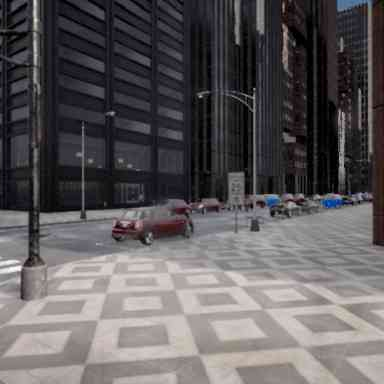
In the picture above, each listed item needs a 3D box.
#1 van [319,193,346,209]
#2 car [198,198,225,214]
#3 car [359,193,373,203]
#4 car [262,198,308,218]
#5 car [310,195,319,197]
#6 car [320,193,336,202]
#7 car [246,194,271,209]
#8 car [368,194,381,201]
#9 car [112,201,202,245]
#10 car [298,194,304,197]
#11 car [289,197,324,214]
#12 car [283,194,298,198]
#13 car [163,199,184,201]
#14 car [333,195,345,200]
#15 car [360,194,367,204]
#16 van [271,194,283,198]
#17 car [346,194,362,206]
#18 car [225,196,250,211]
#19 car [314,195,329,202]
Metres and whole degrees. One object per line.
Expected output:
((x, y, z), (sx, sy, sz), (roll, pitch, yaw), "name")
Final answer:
((18.018, 1.212, 42.636), (1.690, 1.788, 3.998), (0, 0, 36), "van")
((1.264, 1.374, 33.935), (1.967, 1.590, 4.097), (0, 0, 36), "car")
((34.389, 1.365, 65.409), (1.887, 1.381, 4.507), (0, 0, 36), "car")
((8.197, 1.458, 28.973), (2.008, 1.369, 4.403), (0, 0, 36), "car")
((24.183, 1.296, 65.818), (1.967, 1.590, 4.097), (0, 0, 36), "car")
((30.732, 1.152, 74.927), (2.192, 1.841, 5.009), (0, 0, 36), "car")
((7.812, 1.224, 43.044), (2.192, 1.841, 5.009), (0, 0, 36), "car")
((40.936, 1.242, 74.518), (1.967, 1.590, 4.097), (0, 0, 36), "car")
((-1.625, 1.388, 15.310), (1.967, 1.590, 4.097), (0, 0, 36), "car")
((17.634, 1.190, 56.708), (2.192, 1.841, 5.009), (0, 0, 36), "car")
((11.471, 1.460, 33.528), (1.947, 1.339, 4.313), (0, 0, 36), "car")
((14.361, 1.201, 52.154), (2.192, 1.841, 5.009), (0, 0, 36), "car")
((-2.010, 1.387, 29.380), (1.967, 1.590, 4.097), (0, 0, 36), "car")
((37.280, 1.387, 84.037), (1.947, 1.339, 4.313), (0, 0, 36), "car")
((27.841, 1.404, 56.300), (1.947, 1.339, 4.313), (0, 0, 36), "car")
((11.086, 1.238, 47.598), (1.690, 1.788, 3.998), (0, 0, 36), "van")
((24.567, 1.415, 51.745), (1.947, 1.339, 4.313), (0, 0, 36), "car")
((4.539, 1.472, 38.489), (2.008, 1.369, 4.403), (0, 0, 36), "car")
((27.458, 1.397, 70.373), (2.008, 1.369, 4.403), (0, 0, 36), "car")
